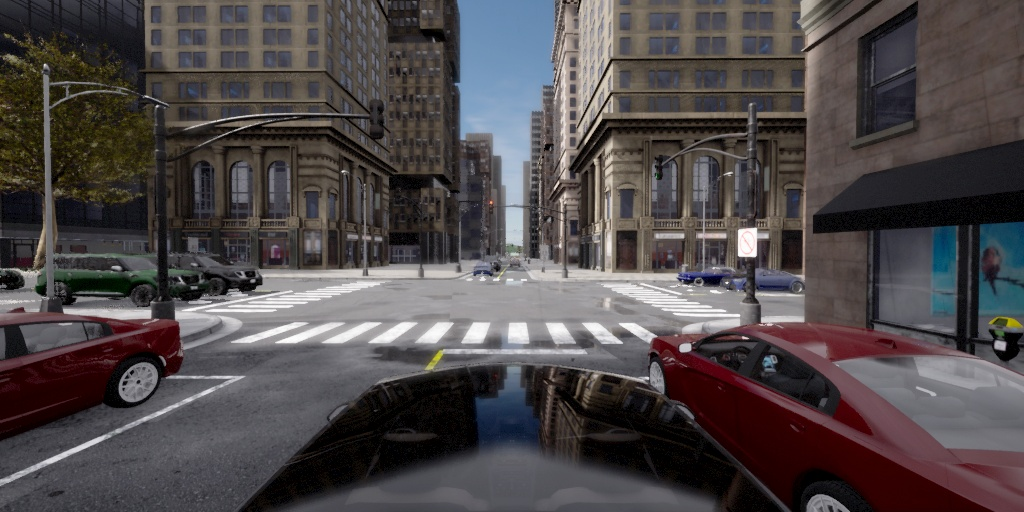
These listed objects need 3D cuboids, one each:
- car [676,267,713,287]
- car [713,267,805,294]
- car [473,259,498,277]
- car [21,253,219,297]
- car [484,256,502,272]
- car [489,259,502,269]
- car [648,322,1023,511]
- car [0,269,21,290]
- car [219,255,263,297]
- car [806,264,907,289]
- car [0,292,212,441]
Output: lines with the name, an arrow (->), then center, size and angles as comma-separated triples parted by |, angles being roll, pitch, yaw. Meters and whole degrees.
car -> 13.810, 1.402, 24.334 | 4.718, 1.301, 1.895 | 0, 1, 1
car -> 14.634, 1.419, 21.076 | 4.181, 1.385, 1.994 | 0, 1, 0
car -> -2.809, 1.289, 36.220 | 2.033, 1.411, 5.357 | 0, 0, 0
car -> -15.708, 0.922, 14.638 | 5.566, 2.045, 2.150 | 0, 1, 1
car -> -2.714, 0.961, 46.406 | 2.150, 2.045, 5.566 | 0, 0, 1
car -> -2.603, 1.243, 56.860 | 1.837, 1.490, 4.892 | 0, 0, 1
car -> 2.770, 1.294, 3.371 | 1.888, 1.381, 4.507 | 0, 0, 0
car -> -27.764, 0.906, 17.995 | 4.553, 1.767, 2.097 | 1, 1, 1
car -> -15.676, 0.875, 17.887 | 5.566, 2.045, 2.150 | 0, 1, 1
car -> 23.169, 1.359, 24.249 | 5.008, 1.535, 1.882 | 0, 1, 0
car -> -5.755, 1.294, 3.438 | 1.888, 1.381, 4.507 | 0, 0, 0
